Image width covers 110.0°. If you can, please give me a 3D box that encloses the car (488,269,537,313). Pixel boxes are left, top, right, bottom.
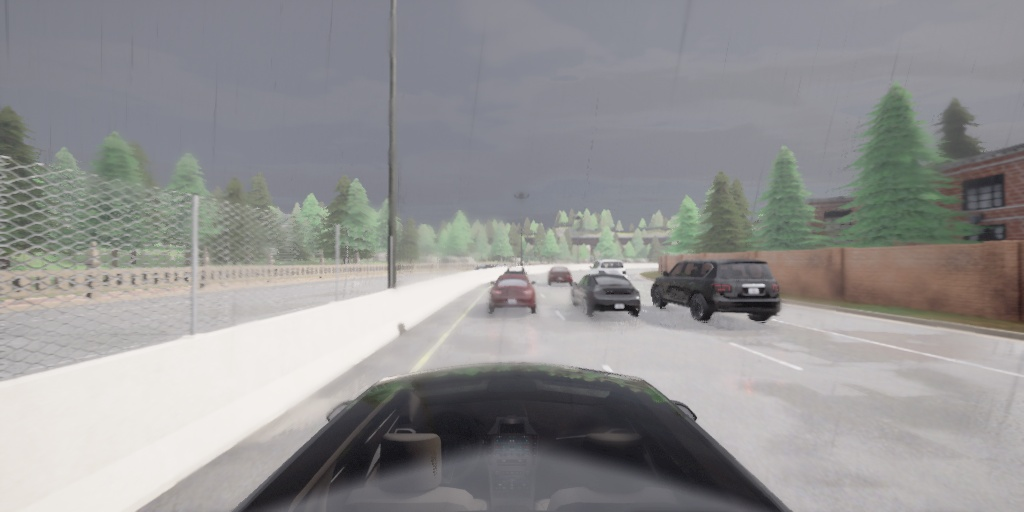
[{"bbox_3d":[0.047,1.459,14.827,1.812,1.442,4.674,0,-1,0],"label":"car"}]

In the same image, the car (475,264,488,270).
[{"bbox_3d":[-5.242,2.161,65.030,1.812,1.442,4.674,0,-1,23],"label":"car"}]

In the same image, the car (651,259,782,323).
[{"bbox_3d":[7.033,1.132,13.078,2.150,2.045,5.566,0,-1,0],"label":"car"}]

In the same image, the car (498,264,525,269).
[{"bbox_3d":[0.391,1.623,28.991,2.128,1.511,4.902,0,-1,5],"label":"car"}]

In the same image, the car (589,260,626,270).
[{"bbox_3d":[7.278,1.336,27.670,2.150,2.045,5.566,0,-1,4],"label":"car"}]

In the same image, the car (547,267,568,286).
[{"bbox_3d":[4.002,1.624,30.101,1.882,1.535,5.008,0,0,5],"label":"car"}]

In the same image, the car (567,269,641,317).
[{"bbox_3d":[3.543,1.430,14.171,1.837,1.490,4.892,0,0,0],"label":"car"}]

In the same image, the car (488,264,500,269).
[{"bbox_3d":[-1.926,2.145,63.875,1.812,1.442,4.674,0,-1,23],"label":"car"}]
